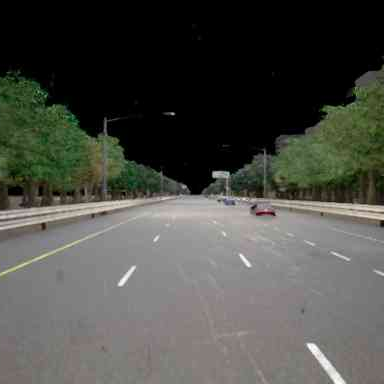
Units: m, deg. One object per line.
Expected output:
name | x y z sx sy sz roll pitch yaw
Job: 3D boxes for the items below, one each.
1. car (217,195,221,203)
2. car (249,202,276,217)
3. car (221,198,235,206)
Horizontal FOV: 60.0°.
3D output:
car | 7.396 2.122 86.209 1.895 1.301 4.718 0 0 1
car | 7.058 1.716 33.604 1.994 1.385 4.181 0 0 0
car | 7.224 1.898 65.086 1.812 1.442 4.674 0 0 0
